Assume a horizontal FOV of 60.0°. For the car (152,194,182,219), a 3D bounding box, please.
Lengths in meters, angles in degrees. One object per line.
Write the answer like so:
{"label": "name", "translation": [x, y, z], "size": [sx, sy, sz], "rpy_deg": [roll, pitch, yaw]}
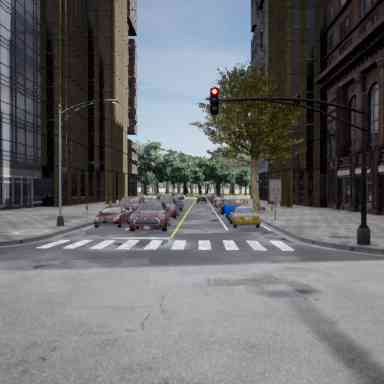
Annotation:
{"label": "car", "translation": [-2.270, 1.324, 28.993], "size": [2.097, 1.767, 4.553], "rpy_deg": [0, 0, 2]}

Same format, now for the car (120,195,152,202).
{"label": "car", "translation": [-4.983, 1.290, 27.605], "size": [2.192, 1.841, 5.009], "rpy_deg": [-1, 0, 2]}

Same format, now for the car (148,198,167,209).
{"label": "car", "translation": [-4.519, 1.491, 44.639], "size": [2.008, 1.369, 4.403], "rpy_deg": [-1, 0, 2]}

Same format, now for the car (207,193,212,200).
{"label": "car", "translation": [4.462, 1.211, 61.446], "size": [2.192, 1.841, 5.009], "rpy_deg": [-1, 0, 2]}

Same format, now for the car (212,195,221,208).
{"label": "car", "translation": [4.008, 1.466, 44.585], "size": [1.752, 1.417, 4.829], "rpy_deg": [-1, 0, 2]}

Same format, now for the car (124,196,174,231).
{"label": "car", "translation": [-2.452, 1.337, 20.183], "size": [2.097, 1.767, 4.553], "rpy_deg": [0, 0, 0]}

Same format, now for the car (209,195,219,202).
{"label": "car", "translation": [4.771, 1.415, 72.800], "size": [2.008, 1.369, 4.403], "rpy_deg": [0, 0, 2]}

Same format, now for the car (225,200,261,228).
{"label": "car", "translation": [3.393, 1.508, 21.875], "size": [1.752, 1.417, 4.829], "rpy_deg": [-1, 0, 2]}

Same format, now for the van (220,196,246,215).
{"label": "van", "translation": [3.540, 1.316, 27.383], "size": [1.690, 1.788, 3.998], "rpy_deg": [-1, 0, 2]}

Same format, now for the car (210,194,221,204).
{"label": "car", "translation": [4.157, 1.471, 50.092], "size": [1.887, 1.381, 4.507], "rpy_deg": [-1, 0, 2]}

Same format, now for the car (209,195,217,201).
{"label": "car", "translation": [4.925, 1.429, 78.478], "size": [1.802, 1.307, 4.206], "rpy_deg": [0, 0, 2]}

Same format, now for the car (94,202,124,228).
{"label": "car", "translation": [-5.133, 1.565, 21.927], "size": [1.802, 1.307, 4.206], "rpy_deg": [-1, 0, 2]}

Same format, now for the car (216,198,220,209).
{"label": "car", "translation": [3.696, 1.531, 33.061], "size": [1.947, 1.339, 4.313], "rpy_deg": [-1, 0, 2]}

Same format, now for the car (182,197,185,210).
{"label": "car", "translation": [-1.993, 1.554, 39.109], "size": [1.895, 1.301, 4.718], "rpy_deg": [0, 0, 2]}

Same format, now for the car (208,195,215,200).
{"label": "car", "translation": [5.232, 1.379, 89.832], "size": [1.947, 1.339, 4.313], "rpy_deg": [0, 0, 2]}

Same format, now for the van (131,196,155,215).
{"label": "van", "translation": [-4.828, 1.306, 33.283], "size": [1.690, 1.788, 3.998], "rpy_deg": [-1, 0, 2]}

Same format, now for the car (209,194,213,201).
{"label": "car", "translation": [4.310, 1.462, 55.769], "size": [2.008, 1.369, 4.403], "rpy_deg": [-1, 0, 2]}

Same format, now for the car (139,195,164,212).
{"label": "car", "translation": [-4.675, 1.269, 38.961], "size": [2.192, 1.841, 5.009], "rpy_deg": [-1, 0, 2]}

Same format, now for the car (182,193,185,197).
{"label": "car", "translation": [-3.444, 1.375, 84.381], "size": [1.887, 1.381, 4.507], "rpy_deg": [0, 0, 2]}

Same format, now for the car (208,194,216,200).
{"label": "car", "translation": [5.082, 1.355, 84.324], "size": [1.752, 1.417, 4.829], "rpy_deg": [0, 0, 2]}

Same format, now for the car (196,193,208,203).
{"label": "car", "translation": [1.926, 1.389, 65.851], "size": [1.837, 1.490, 4.892], "rpy_deg": [0, 0, 2]}

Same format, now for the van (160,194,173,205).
{"label": "van", "translation": [-4.214, 1.252, 55.993], "size": [1.690, 1.788, 3.998], "rpy_deg": [0, 0, 2]}

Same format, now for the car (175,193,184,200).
{"label": "car", "translation": [-3.293, 1.128, 90.058], "size": [2.192, 1.841, 5.009], "rpy_deg": [0, 0, 2]}
